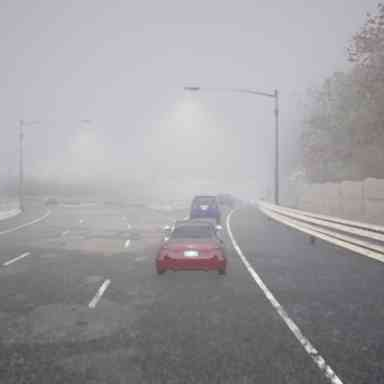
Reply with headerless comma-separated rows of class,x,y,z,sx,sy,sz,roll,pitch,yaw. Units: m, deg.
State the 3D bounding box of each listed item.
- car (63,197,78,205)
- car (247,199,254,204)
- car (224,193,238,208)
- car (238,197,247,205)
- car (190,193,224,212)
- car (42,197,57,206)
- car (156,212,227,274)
car,-21.859,1.648,59.794,1.994,1.385,4.181,0,0,-33
car,12.705,2.269,77.699,1.895,1.301,4.718,0,-3,15
car,4.814,1.216,47.293,2.150,2.045,5.566,0,0,14
car,8.227,1.624,60.660,2.033,1.411,5.357,0,-1,15
car,1.118,1.224,25.463,2.150,2.045,5.566,0,0,6
car,-25.035,1.599,58.303,1.837,1.490,4.892,0,0,-33
car,0.026,1.566,10.614,1.994,1.385,4.181,0,0,1
